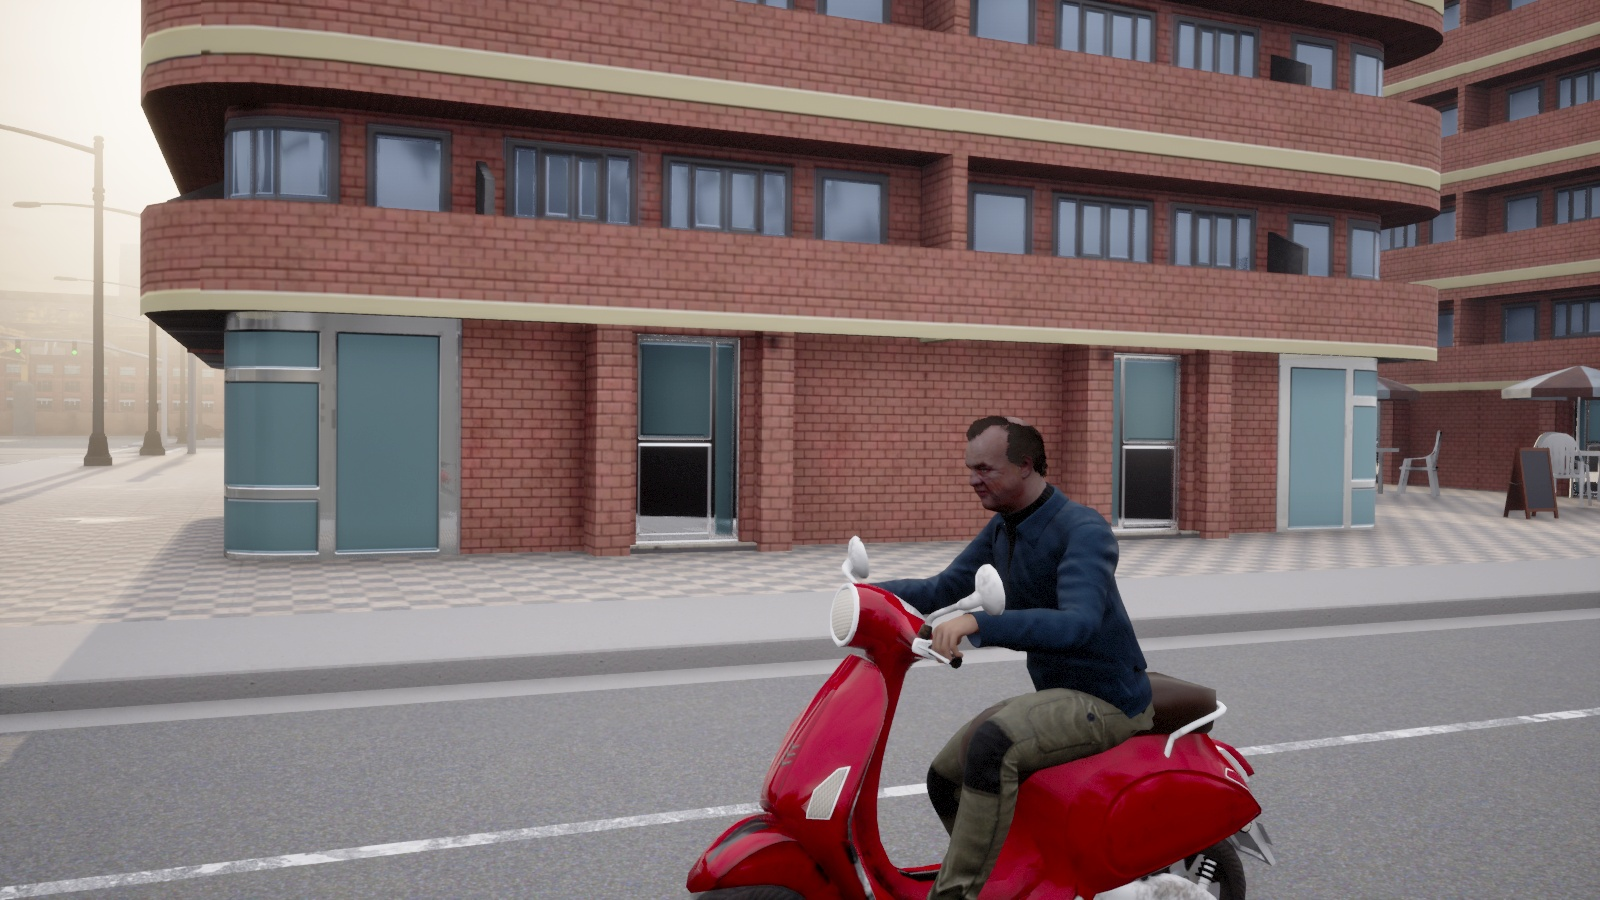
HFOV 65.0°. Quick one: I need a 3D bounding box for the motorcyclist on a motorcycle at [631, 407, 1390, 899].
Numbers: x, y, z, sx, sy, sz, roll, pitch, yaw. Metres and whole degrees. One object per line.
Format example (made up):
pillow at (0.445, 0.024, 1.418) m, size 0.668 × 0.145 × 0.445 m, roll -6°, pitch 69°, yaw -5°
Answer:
motorcyclist on a motorcycle at (0.546, 0.691, 3.382) m, size 1.817 × 1.590 × 0.866 m, roll -1°, pitch 1°, yaw -21°
